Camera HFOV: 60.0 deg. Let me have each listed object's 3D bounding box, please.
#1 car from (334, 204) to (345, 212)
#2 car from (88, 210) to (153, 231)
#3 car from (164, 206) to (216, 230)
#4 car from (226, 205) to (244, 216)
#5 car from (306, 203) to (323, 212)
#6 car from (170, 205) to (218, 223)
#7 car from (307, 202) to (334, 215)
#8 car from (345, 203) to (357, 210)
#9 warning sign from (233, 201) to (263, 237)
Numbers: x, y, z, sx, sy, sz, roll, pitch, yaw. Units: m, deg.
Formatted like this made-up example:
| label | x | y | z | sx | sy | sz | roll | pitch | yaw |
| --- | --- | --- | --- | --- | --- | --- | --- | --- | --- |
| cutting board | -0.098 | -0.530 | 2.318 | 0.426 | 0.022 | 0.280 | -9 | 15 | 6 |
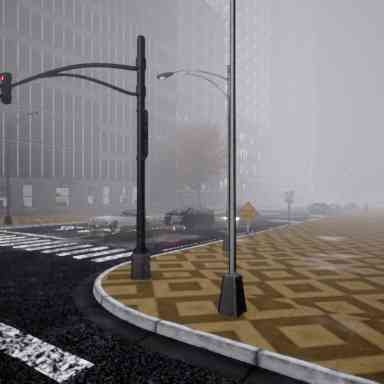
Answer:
| label | x | y | z | sx | sy | sz | roll | pitch | yaw |
| --- | --- | --- | --- | --- | --- | --- | --- | --- | --- |
| car | 23.793 | 2.641 | 55.845 | 2.033 | 1.411 | 5.357 | 0 | -1 | 33 |
| car | -4.953 | 1.925 | 23.465 | 1.895 | 1.301 | 4.718 | 0 | -1 | 33 |
| car | -0.079 | 1.885 | 24.657 | 2.128 | 1.511 | 4.902 | 0 | -1 | 33 |
| car | 5.682 | 2.240 | 40.003 | 1.994 | 1.385 | 4.181 | 0 | -1 | 33 |
| car | 21.498 | 2.629 | 58.277 | 1.812 | 1.442 | 4.674 | 0 | -1 | 33 |
| car | 0.313 | 2.046 | 31.660 | 2.033 | 1.411 | 5.357 | 0 | -1 | 33 |
| car | 18.339 | 2.268 | 47.346 | 2.097 | 1.767 | 4.553 | 0 | -1 | 33 |
| car | 31.396 | 2.837 | 65.759 | 1.812 | 1.442 | 4.674 | 0 | -1 | 33 |
| warning sign | 3.131 | 1.454 | 18.532 | 1.300 | 1.860 | 1.060 | 1 | 1 | 33 |
